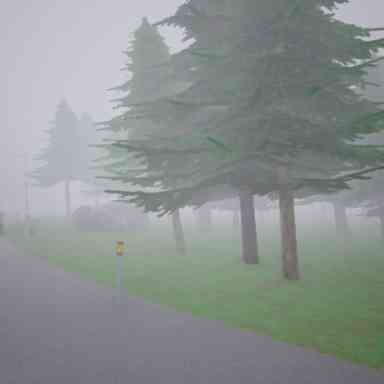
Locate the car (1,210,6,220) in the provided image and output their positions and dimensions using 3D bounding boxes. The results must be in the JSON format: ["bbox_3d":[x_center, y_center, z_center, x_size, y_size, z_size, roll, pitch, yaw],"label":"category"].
[{"bbox_3d":[-22.104,2.480,36.419,2.128,1.511,4.902,-3,-2,-9],"label":"car"}]
